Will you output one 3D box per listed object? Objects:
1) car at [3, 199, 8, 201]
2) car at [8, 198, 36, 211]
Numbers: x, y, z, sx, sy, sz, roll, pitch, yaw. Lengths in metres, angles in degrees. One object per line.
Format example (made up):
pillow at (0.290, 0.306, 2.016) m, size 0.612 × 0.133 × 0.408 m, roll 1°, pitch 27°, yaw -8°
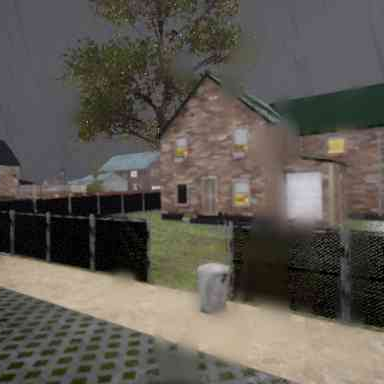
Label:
car at (-15.026, 1.298, 21.242) m, size 2.128 × 1.511 × 4.902 m, roll -1°, pitch 1°, yaw 35°
car at (-14.339, 1.218, 26.888) m, size 2.033 × 1.411 × 5.357 m, roll -1°, pitch 1°, yaw 36°
